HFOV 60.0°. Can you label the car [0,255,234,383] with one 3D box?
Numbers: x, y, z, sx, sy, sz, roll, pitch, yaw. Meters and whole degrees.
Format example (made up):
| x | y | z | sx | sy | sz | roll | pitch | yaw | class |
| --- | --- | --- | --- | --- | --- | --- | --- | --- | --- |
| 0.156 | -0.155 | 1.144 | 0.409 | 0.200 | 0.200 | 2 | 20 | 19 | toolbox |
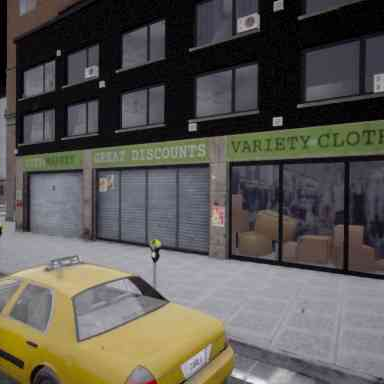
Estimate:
| x | y | z | sx | sy | sz | roll | pitch | yaw | class |
| --- | --- | --- | --- | --- | --- | --- | --- | --- | --- |
| -1.836 | 1.524 | 4.401 | 4.829 | 1.417 | 1.752 | 0 | 1 | 36 | car |
